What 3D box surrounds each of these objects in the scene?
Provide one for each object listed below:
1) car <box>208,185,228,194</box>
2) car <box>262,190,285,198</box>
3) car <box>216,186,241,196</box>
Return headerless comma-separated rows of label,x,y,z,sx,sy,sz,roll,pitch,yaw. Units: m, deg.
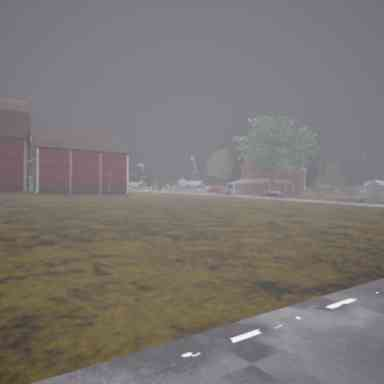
car,5.951,-0.594,74.632,2.150,2.045,5.566,1,1,-36
car,15.161,0.429,61.728,1.812,1.442,4.674,1,2,-36
car,7.853,0.074,67.229,2.128,1.511,4.902,1,1,-35
